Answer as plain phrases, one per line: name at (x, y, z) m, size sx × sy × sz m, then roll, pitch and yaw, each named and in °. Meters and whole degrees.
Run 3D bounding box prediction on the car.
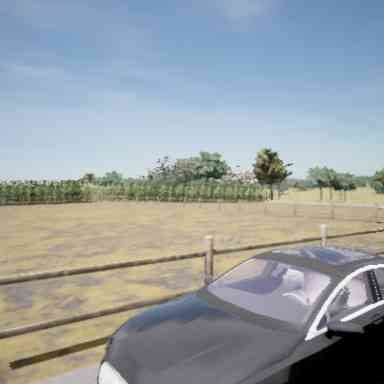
car at (1.355, 1.499, 4.016) m, size 4.902 × 1.511 × 2.128 m, roll 0°, pitch 0°, yaw -35°
